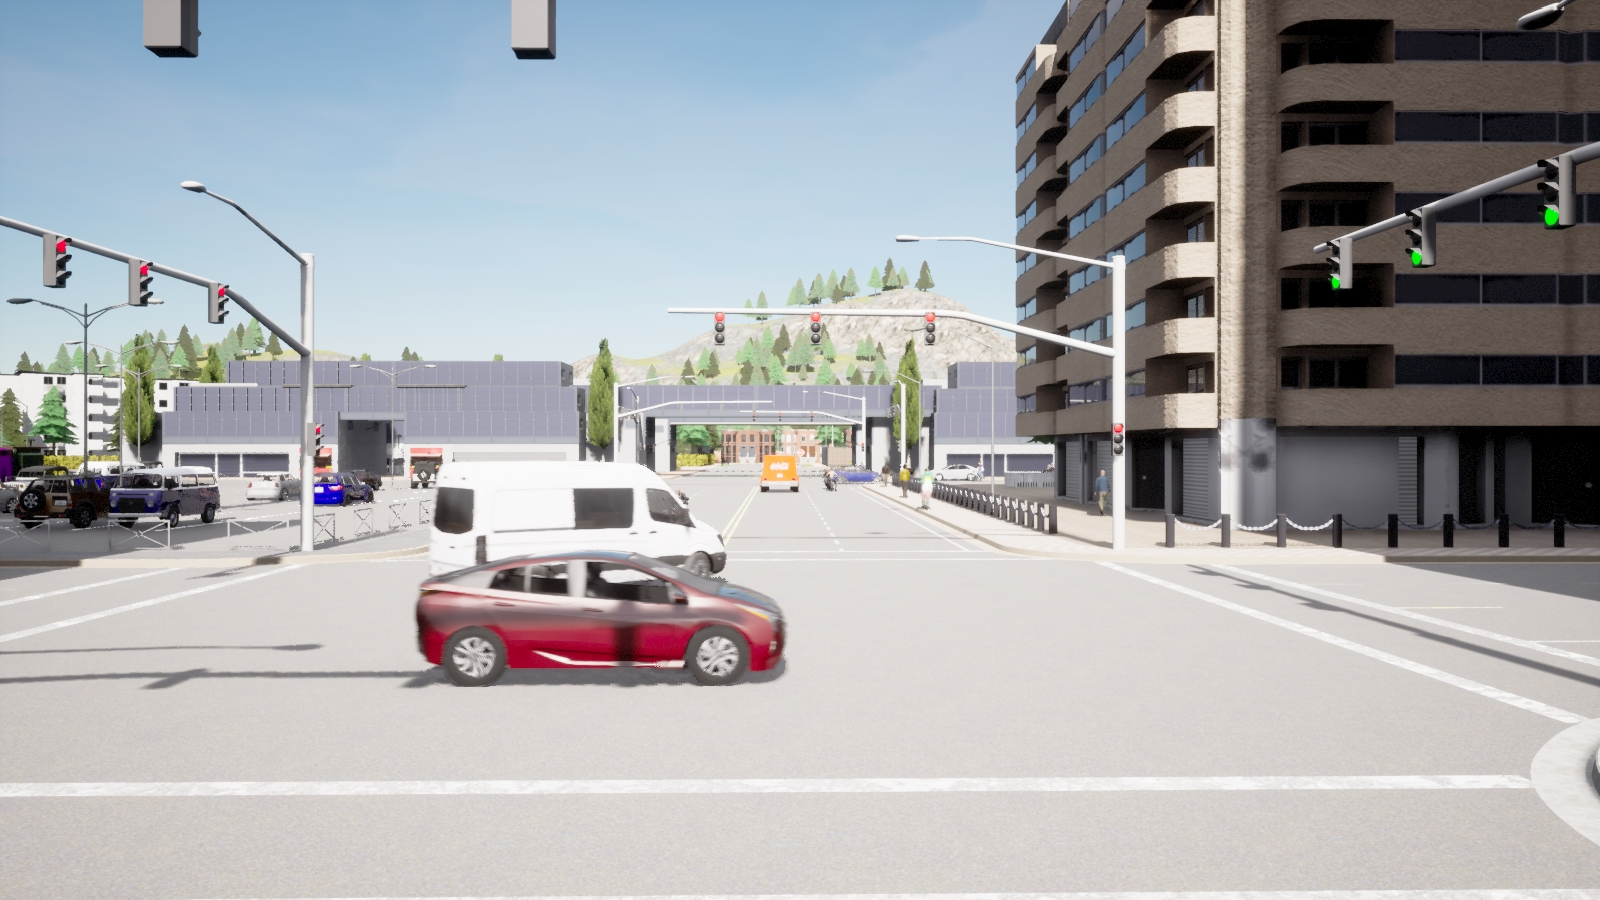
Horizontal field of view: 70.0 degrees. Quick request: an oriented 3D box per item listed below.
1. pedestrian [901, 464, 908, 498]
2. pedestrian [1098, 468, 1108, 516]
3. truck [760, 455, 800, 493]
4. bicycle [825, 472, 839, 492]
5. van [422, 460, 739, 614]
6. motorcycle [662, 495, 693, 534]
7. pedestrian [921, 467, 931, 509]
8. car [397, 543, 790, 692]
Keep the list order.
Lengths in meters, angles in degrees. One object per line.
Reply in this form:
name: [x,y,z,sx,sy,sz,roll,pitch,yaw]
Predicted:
pedestrian: [5.771,1.695,63.045,0.375,1.860,0.375,0,0,-2]
pedestrian: [11.943,1.653,45.069,0.375,1.860,0.375,0,0,10]
truck: [-1.366,1.564,77.071,2.627,2.467,5.204,0,0,-1]
bicycle: [2.134,2.158,77.288,0.859,1.276,1.487,0,0,-1]
van: [-4.093,1.504,22.246,5.915,2.561,1.988,0,1,-44]
motorcycle: [-4.213,2.205,39.441,0.867,1.251,2.209,0,0,-1]
pedestrian: [5.602,1.695,50.678,0.375,1.860,0.375,0,0,-3]
car: [-2.409,2.011,14.193,4.514,1.525,2.007,0,0,-2]
